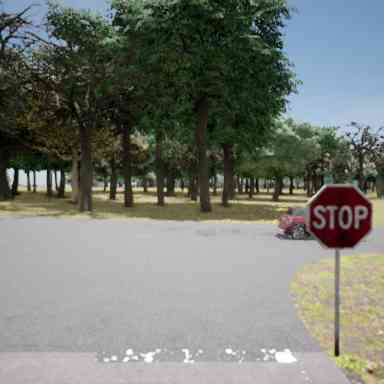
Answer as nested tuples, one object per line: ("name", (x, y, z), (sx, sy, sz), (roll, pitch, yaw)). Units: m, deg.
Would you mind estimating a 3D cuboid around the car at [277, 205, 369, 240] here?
("car", (7.074, 1.629, 18.101), (4.553, 1.767, 2.097), (2, 0, -1))
